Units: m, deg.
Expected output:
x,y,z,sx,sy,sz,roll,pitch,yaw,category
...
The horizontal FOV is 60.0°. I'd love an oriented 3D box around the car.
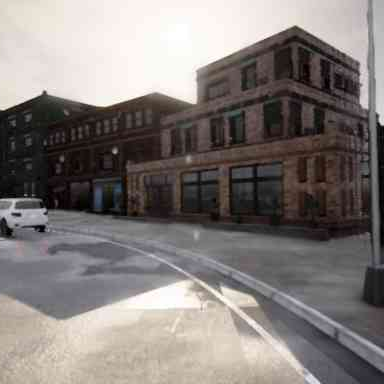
x,y,z,sx,sy,sz,roll,pitch,yaw,category
-10.791,1.414,20.124,5.566,2.045,2.150,-1,-1,41,car
